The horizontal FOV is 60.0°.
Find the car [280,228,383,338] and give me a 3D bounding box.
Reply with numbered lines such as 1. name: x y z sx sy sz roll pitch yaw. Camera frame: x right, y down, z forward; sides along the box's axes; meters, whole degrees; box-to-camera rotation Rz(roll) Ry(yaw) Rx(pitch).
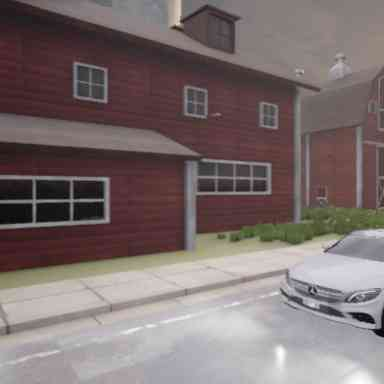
1. car: 3.804 1.498 6.631 4.674 1.442 1.812 0 0 -35
